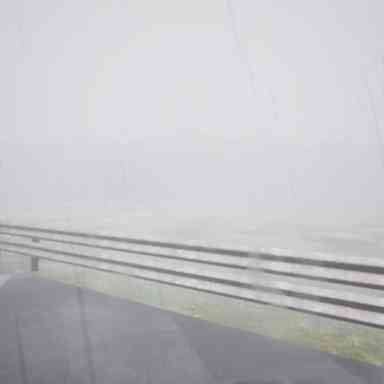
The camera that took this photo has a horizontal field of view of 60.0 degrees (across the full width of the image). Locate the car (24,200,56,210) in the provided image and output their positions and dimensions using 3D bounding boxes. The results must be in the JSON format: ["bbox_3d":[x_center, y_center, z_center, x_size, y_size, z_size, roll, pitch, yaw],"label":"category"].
[{"bbox_3d":[-21.989,1.825,48.042,4.674,1.442,1.812,0,0,12],"label":"car"}]
